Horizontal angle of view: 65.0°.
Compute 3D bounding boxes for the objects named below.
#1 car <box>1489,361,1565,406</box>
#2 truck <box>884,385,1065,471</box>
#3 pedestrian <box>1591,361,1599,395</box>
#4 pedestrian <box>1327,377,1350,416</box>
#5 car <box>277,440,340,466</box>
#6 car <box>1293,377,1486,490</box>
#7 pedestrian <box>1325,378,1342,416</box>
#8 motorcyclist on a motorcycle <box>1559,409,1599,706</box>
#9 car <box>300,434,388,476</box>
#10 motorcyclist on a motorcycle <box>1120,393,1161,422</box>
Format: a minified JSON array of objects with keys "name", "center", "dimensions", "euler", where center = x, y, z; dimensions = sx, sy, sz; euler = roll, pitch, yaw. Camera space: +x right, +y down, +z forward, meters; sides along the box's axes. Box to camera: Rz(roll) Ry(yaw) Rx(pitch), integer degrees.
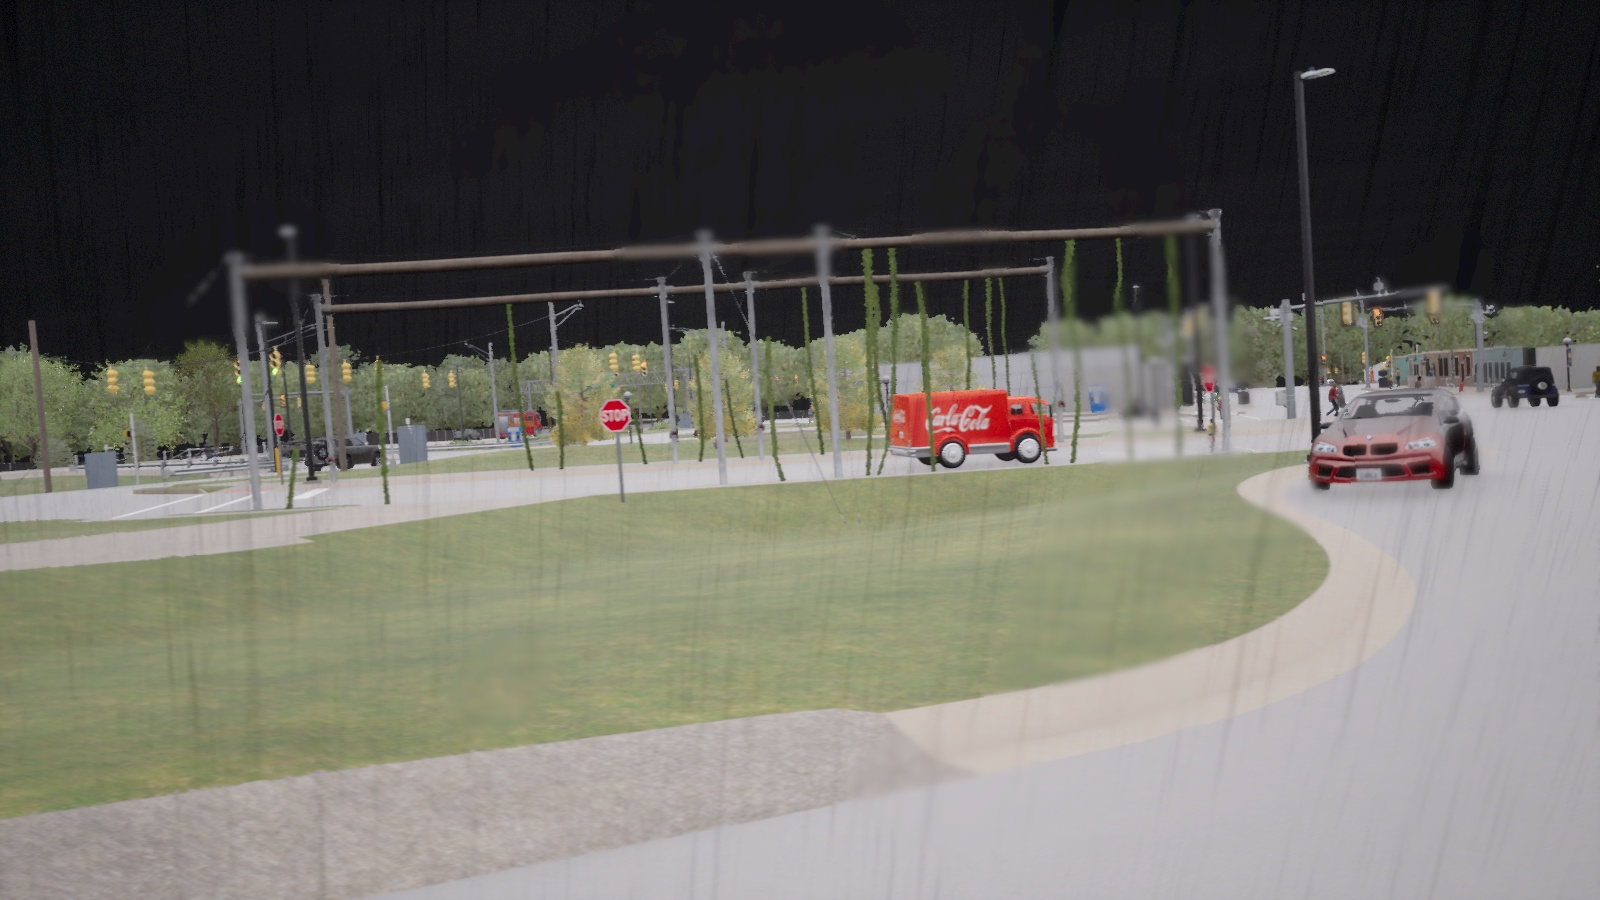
[{"name":"car","center":[33.819,-3.057,58.557],"dimensions":[1.905,1.878,3.866],"euler":[-4,1,13]},{"name":"truck","center":[5.690,-0.762,41.365],"dimensions":[5.204,2.467,2.627],"euler":[-3,3,-12]},{"name":"pedestrian","center":[44.421,-4.002,69.901],"dimensions":[0.431,1.840,0.709],"euler":[-4,3,15]},{"name":"pedestrian","center":[27.744,-2.773,64.672],"dimensions":[0.873,1.952,0.659],"euler":[-4,3,11]},{"name":"car","center":[-34.999,0.220,89.409],"dimensions":[3.705,1.549,1.789],"euler":[-4,3,11]},{"name":"car","center":[10.474,-0.339,22.105],"dimensions":[2.242,1.667,4.611],"euler":[-2,2,35]},{"name":"pedestrian","center":[27.010,-2.689,63.531],"dimensions":[0.636,1.846,0.331],"euler":[-4,3,5]},{"name":"motorcyclist on a motorcycle","center":[5.489,0.542,7.607],"dimensions":[2.350,1.649,0.766],"euler":[-4,2,-40]},{"name":"car","center":[-23.341,0.236,64.447],"dimensions":[1.932,1.855,4.605],"euler":[-4,1,13]},{"name":"motorcyclist on a motorcycle","center":[21.219,-2.658,78.313],"dimensions":[2.350,1.649,0.766],"euler":[-3,2,9]}]
